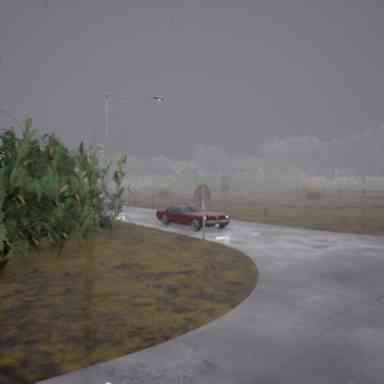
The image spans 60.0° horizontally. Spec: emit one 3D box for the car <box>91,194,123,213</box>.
[{"bbox_3d":[-7.715,0.952,29.242,1.882,1.535,5.008,0,2,-35],"label":"car"}]

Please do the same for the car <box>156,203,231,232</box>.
[{"bbox_3d":[-0.047,1.321,18.358,1.895,1.301,4.718,-1,1,-36],"label":"car"}]
